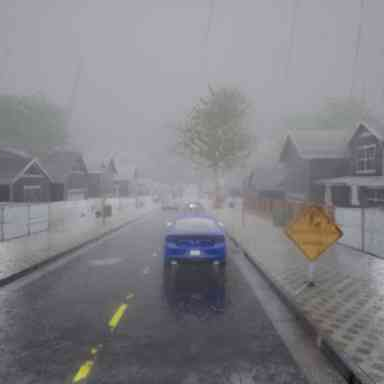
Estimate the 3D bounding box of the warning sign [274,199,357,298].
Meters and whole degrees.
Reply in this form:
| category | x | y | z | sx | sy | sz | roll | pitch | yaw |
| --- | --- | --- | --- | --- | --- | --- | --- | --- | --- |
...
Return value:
| category | x | y | z | sx | sy | sz | roll | pitch | yaw |
| --- | --- | --- | --- | --- | --- | --- | --- | --- | --- |
| warning sign | 2.579 | 1.143 | 7.152 | 1.300 | 1.860 | 1.060 | 2 | 2 | 0 |

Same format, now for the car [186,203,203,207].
| category | x | y | z | sx | sy | sz | roll | pitch | yaw |
| --- | --- | --- | --- | --- | --- | --- | --- | --- | --- |
| car | 0.197 | 1.668 | 29.505 | 2.033 | 1.411 | 5.357 | 0 | 0 | 0 |

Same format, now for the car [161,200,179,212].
| category | x | y | z | sx | sy | sz | roll | pitch | yaw |
| --- | --- | --- | --- | --- | --- | --- | --- | --- | --- |
| car | -2.688 | 1.745 | 41.592 | 1.994 | 1.385 | 4.181 | 0 | 0 | 0 |

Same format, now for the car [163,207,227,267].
| category | x | y | z | sx | sy | sz | roll | pitch | yaw |
| --- | --- | --- | --- | --- | --- | --- | --- | --- | --- |
| car | 0.112 | 1.520 | 11.576 | 1.882 | 1.535 | 5.008 | 0 | 0 | 0 |
